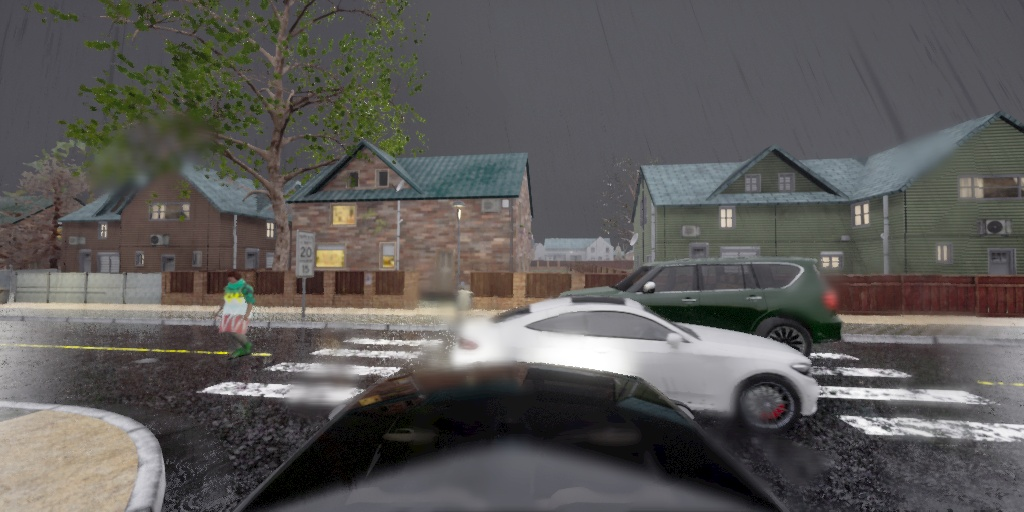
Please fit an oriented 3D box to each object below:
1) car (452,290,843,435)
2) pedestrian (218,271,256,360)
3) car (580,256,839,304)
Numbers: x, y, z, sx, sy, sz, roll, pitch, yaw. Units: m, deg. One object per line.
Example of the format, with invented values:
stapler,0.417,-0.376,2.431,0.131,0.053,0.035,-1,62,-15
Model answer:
car,1.489,1.324,5.154,4.674,1.442,1.812,0,-1,9
pedestrian,-5.674,1.159,7.425,0.375,1.860,0.375,0,-1,9
car,3.627,1.067,7.818,5.566,2.045,2.150,-1,-2,9
